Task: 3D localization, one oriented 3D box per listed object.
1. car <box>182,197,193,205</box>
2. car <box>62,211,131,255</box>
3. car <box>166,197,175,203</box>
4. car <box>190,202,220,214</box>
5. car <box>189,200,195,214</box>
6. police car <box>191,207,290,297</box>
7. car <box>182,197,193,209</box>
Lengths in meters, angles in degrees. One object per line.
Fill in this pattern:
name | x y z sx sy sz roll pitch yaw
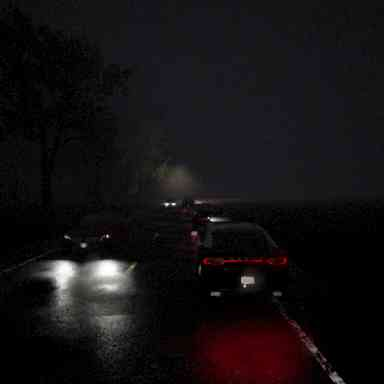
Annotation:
car | -0.820 1.613 61.895 1.994 1.385 4.181 0 0 -1
car | -3.672 1.528 13.552 1.812 1.442 4.674 0 0 0
car | -4.550 1.662 69.972 1.895 1.301 4.718 0 0 -2
car | 0.942 1.511 18.631 1.837 1.490 4.892 0 0 -1
car | 0.881 1.535 24.637 1.812 1.442 4.674 0 0 -1
police car | 1.015 1.426 8.732 1.930 1.638 5.238 0 0 0
car | -0.478 1.631 46.929 1.895 1.301 4.718 0 0 -1
